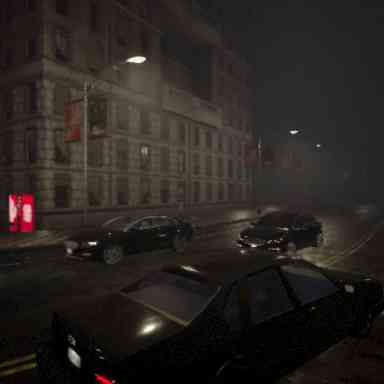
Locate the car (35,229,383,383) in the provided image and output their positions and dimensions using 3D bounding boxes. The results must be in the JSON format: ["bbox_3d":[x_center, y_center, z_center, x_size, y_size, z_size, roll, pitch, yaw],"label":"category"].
[{"bbox_3d":[0.817,1.562,4.688,5.357,1.411,2.033,0,0,-41],"label":"car"}]

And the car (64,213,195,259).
[{"bbox_3d":[-2.028,1.537,11.918,2.128,1.511,4.902,0,0,44],"label":"car"}]

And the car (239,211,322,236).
[{"bbox_3d":[3.564,1.539,12.891,1.837,1.490,4.892,0,0,39],"label":"car"}]
